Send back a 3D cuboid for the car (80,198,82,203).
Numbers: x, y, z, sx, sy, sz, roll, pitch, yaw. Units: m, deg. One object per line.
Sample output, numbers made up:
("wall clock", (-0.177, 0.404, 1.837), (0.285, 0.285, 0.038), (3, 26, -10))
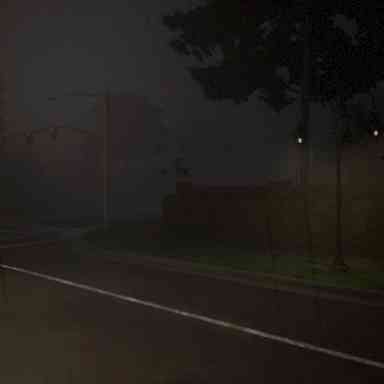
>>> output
("car", (-17.983, 1.155, 49.162), (3.806, 1.475, 1.970), (0, 0, 36))
